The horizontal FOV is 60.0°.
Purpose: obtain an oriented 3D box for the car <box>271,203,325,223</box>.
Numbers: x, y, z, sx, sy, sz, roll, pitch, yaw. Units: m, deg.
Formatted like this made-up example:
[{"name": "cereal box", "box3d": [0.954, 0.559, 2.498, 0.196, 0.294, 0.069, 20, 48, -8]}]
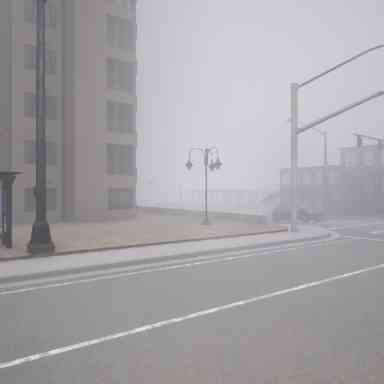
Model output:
[{"name": "car", "box3d": [9.178, 1.744, 29.127, 2.097, 1.767, 4.553, 1, -5, -36]}]
